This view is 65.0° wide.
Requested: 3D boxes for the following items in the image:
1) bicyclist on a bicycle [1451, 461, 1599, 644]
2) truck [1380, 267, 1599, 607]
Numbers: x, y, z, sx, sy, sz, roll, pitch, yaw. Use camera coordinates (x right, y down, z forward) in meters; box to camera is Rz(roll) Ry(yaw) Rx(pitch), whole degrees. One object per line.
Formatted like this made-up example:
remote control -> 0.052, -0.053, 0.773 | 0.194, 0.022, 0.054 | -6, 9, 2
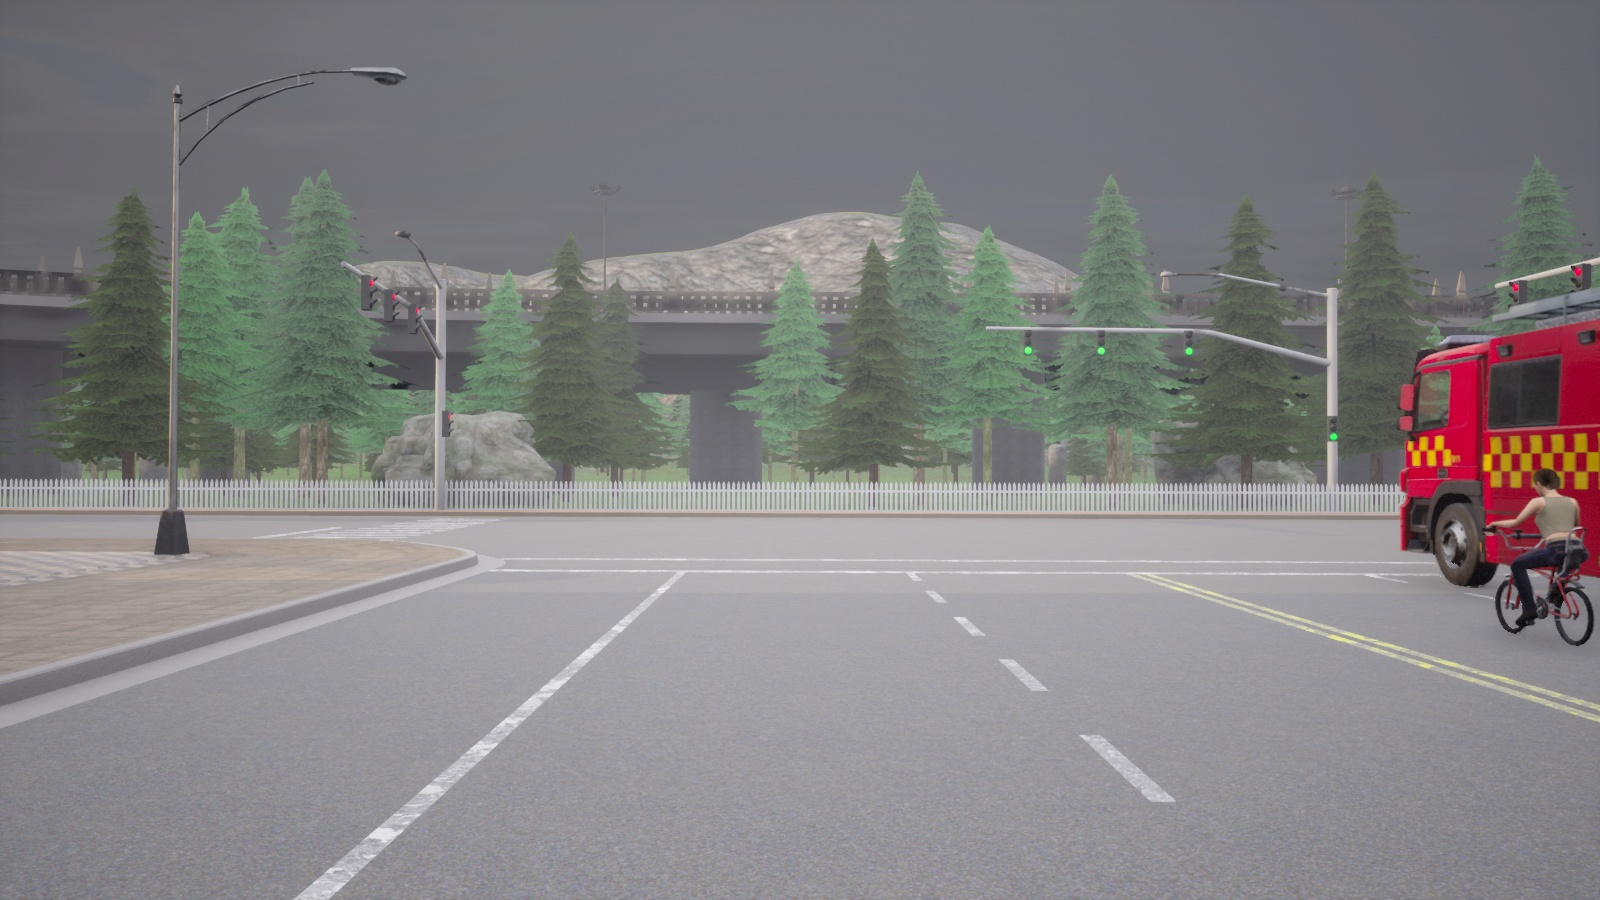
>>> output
bicyclist on a bicycle -> 6.978, 0.922, 11.825 | 0.866, 1.612, 1.509 | 0, -2, -1
truck -> 10.455, -0.136, 15.194 | 2.891, 3.827, 8.468 | 0, -1, 0
